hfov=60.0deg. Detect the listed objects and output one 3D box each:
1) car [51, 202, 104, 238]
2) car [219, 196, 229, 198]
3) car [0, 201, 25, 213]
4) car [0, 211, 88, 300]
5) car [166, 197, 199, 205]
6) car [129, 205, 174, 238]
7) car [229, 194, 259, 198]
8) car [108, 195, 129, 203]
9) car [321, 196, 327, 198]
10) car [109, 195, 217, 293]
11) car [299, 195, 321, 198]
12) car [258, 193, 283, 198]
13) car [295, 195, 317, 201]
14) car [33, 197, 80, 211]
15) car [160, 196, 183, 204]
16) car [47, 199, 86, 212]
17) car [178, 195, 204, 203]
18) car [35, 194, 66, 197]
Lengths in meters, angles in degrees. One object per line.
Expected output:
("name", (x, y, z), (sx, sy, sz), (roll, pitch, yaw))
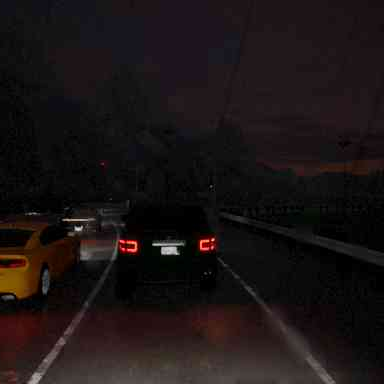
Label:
("car", (-5.773, 1.492, 17.586), (2.128, 1.511, 4.902), (0, 0, -14))
("car", (6.635, 1.548, 68.996), (5.357, 1.411, 2.033), (0, 0, -20))
("car", (-19.059, 1.570, 33.378), (4.181, 1.385, 1.994), (0, 0, -20))
("car", (-4.167, 1.478, 8.343), (1.882, 1.535, 5.008), (0, 0, -6))
("car", (-1.684, 1.547, 58.593), (5.357, 1.411, 2.033), (0, 0, -20))
("car", (-2.512, 1.547, 19.111), (2.033, 1.411, 5.357), (0, 0, -13))
("car", (9.832, 1.564, 62.793), (4.181, 1.385, 1.994), (0, 0, -20))
("car", (-14.034, 1.351, 65.236), (4.553, 1.767, 2.097), (0, 0, -20))
("car", (30.312, 1.595, 78.770), (4.718, 1.301, 1.895), (0, 0, -30))
("car", (-0.759, 1.221, 9.071), (2.150, 2.045, 5.566), (0, 0, -7))
("car", (23.087, 1.478, 67.601), (5.008, 1.535, 1.882), (0, 0, -20))
("car", (17.693, 1.355, 73.046), (4.553, 1.767, 2.097), (0, 0, -20))
("car", (28.004, 1.540, 81.496), (5.357, 1.411, 2.033), (0, 0, -27))
("car", (-12.418, 1.511, 32.084), (4.892, 1.490, 1.837), (0, 0, -20))
("car", (-4.005, 1.564, 65.181), (4.181, 1.385, 1.994), (0, 0, -20))
("car", (-14.542, 1.570, 38.760), (4.181, 1.385, 1.994), (0, 0, -20))
("car", (-0.240, 1.478, 70.200), (5.008, 1.535, 1.882), (0, 0, -20))
("car", (-16.860, 1.226, 41.637), (5.566, 2.045, 2.150), (0, 0, -20))
